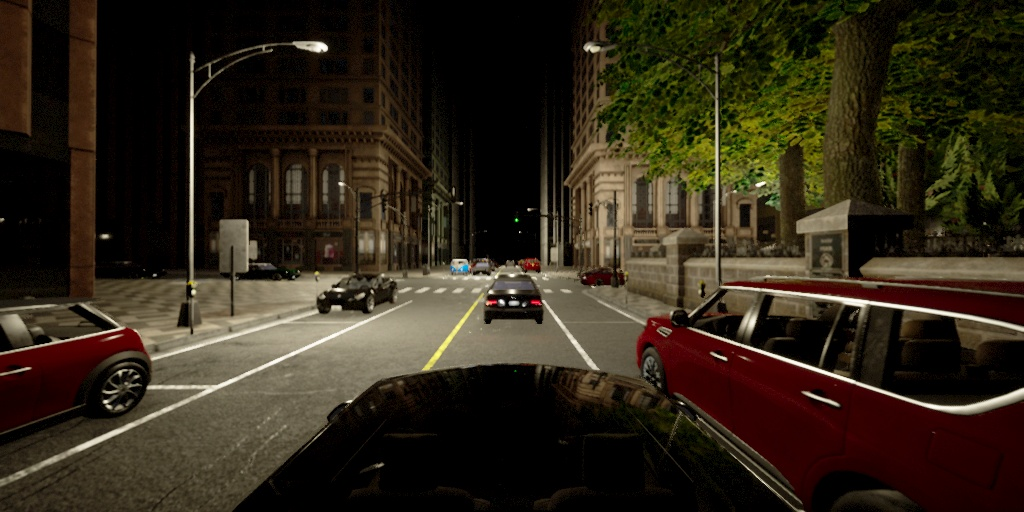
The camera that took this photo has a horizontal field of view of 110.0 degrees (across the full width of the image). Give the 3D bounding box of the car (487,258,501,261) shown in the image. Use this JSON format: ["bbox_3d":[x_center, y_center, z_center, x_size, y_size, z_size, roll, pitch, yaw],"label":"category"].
[{"bbox_3d":[-3.360,1.575,64.129,1.812,1.442,4.674,0,0,0],"label":"car"}]

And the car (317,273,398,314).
[{"bbox_3d":[-5.819,1.367,14.035,1.948,1.339,4.313,0,0,0],"label":"car"}]

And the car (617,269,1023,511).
[{"bbox_3d":[2.759,1.070,3.038,2.192,1.841,5.009,0,0,0],"label":"car"}]

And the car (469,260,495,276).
[{"bbox_3d":[-3.280,1.468,40.205,2.033,1.411,5.357,0,0,0],"label":"car"}]

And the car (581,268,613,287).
[{"bbox_3d":[7.150,1.557,25.916,4.181,1.385,1.994,1,-1,-14],"label":"car"}]

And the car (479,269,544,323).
[{"bbox_3d":[0.035,1.341,12.302,2.033,1.411,5.357,0,0,0],"label":"car"}]

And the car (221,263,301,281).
[{"bbox_3d":[-17.973,1.199,25.895,4.718,1.301,1.895,1,0,0],"label":"car"}]

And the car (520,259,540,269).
[{"bbox_3d":[2.554,1.266,46.181,2.192,1.841,5.009,0,0,0],"label":"car"}]

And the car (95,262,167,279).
[{"bbox_3d":[-27.926,1.046,25.805,4.718,1.301,1.895,1,0,-1],"label":"car"}]

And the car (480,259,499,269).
[{"bbox_3d":[-3.327,1.524,50.840,2.033,1.411,5.357,0,0,0],"label":"car"}]

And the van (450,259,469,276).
[{"bbox_3d":[-5.945,1.264,40.691,1.690,1.789,3.998,0,0,0],"label":"van"}]

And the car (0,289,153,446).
[{"bbox_3d":[-5.767,1.196,2.987,1.967,1.591,4.097,0,0,0],"label":"car"}]
